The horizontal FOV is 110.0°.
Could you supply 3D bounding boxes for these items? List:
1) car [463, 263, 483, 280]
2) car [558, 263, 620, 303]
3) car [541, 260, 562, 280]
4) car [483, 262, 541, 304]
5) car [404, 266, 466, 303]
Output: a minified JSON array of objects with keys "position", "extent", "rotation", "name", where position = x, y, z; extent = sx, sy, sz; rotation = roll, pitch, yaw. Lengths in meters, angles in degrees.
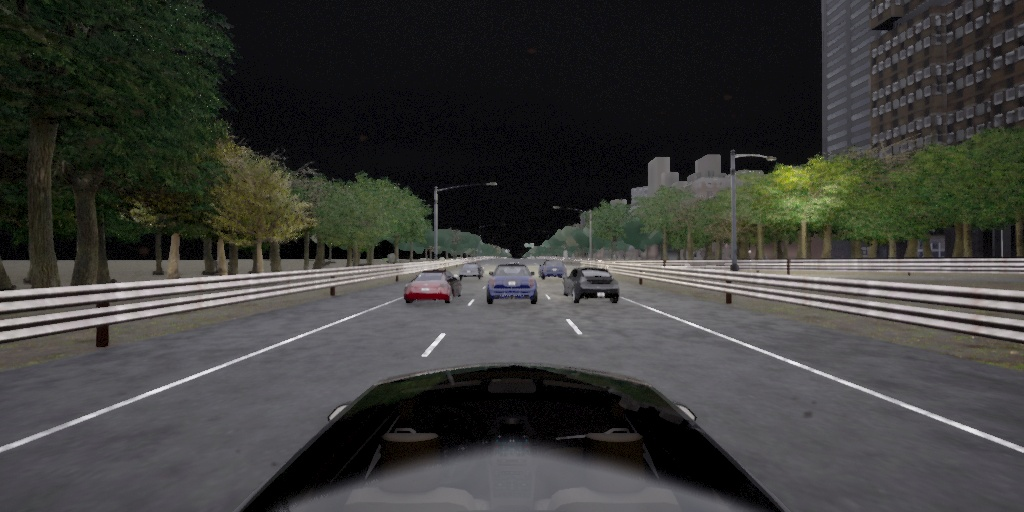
[{"position":[-3.500,1.310,31.500],"extent":[2.033,1.411,5.357],"rotation":[0,0,0],"name":"car"},{"position":[3.500,1.267,16.500],"extent":[1.837,1.490,4.892],"rotation":[0,0,0],"name":"car"},{"position":[3.500,1.113,31.470],"extent":[2.097,1.767,4.553],"rotation":[0,0,0],"name":"car"},{"position":[0.000,1.116,16.470],"extent":[2.097,1.767,4.553],"rotation":[0,0,0],"name":"car"},{"position":[-3.500,1.322,16.500],"extent":[1.994,1.385,4.181],"rotation":[0,0,0],"name":"car"}]
